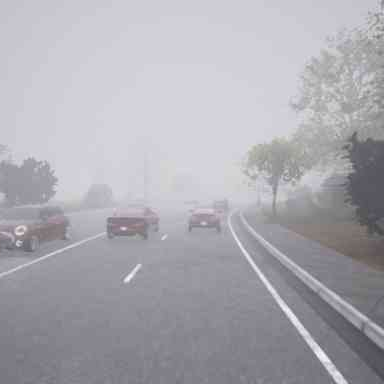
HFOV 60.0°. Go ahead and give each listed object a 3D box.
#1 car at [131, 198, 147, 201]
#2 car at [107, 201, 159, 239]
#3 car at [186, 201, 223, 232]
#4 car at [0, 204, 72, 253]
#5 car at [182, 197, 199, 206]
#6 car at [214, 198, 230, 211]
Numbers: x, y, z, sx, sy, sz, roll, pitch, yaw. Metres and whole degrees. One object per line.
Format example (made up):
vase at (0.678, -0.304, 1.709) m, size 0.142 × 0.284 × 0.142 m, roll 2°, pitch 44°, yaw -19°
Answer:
car at (-6.905, 1.531, 42.981) m, size 2.033 × 1.411 × 5.357 m, roll 0°, pitch 0°, yaw 12°
car at (-2.911, 1.474, 17.291) m, size 1.882 × 1.535 × 5.008 m, roll 0°, pitch 0°, yaw 3°
car at (0.805, 1.526, 20.296) m, size 1.812 × 1.442 × 4.674 m, roll 0°, pitch 0°, yaw 4°
car at (-6.759, 1.345, 13.689) m, size 2.097 × 1.767 × 4.553 m, roll 0°, pitch 0°, yaw 3°
car at (-0.184, 1.556, 55.178) m, size 1.994 × 1.385 × 4.181 m, roll 0°, pitch 0°, yaw 17°
car at (3.630, 1.497, 41.023) m, size 2.128 × 1.511 × 4.902 m, roll 0°, pitch 0°, yaw 11°
